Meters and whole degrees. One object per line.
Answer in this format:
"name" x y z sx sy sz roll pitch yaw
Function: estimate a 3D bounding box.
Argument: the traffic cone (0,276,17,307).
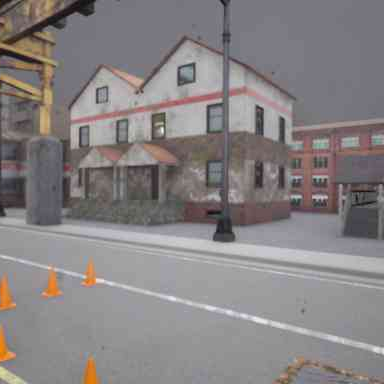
"traffic cone" -3.646 1.935 6.468 0.340 0.580 0.340 0 0 36

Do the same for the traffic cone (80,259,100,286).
"traffic cone" -2.467 1.934 8.083 0.340 0.580 0.340 0 0 36

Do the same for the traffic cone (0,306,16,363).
"traffic cone" -2.622 1.942 4.481 0.340 0.580 0.340 0 0 36

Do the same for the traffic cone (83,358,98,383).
"traffic cone" -1.007 1.949 3.301 0.340 0.580 0.340 0 0 36

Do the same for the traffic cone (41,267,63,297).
"traffic cone" -3.057 1.935 7.276 0.340 0.580 0.340 0 0 36
